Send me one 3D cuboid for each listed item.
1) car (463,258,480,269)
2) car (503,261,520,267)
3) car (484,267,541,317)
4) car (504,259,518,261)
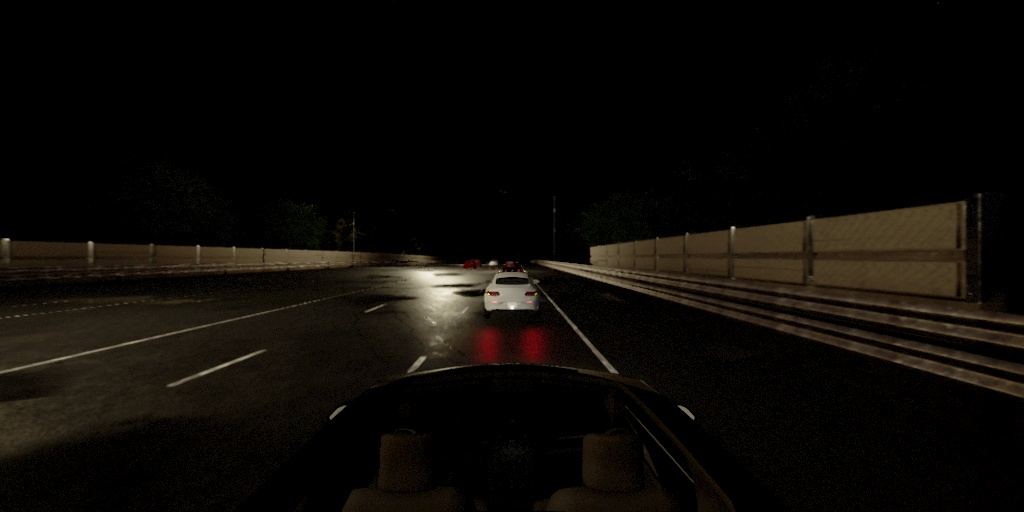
[{"bbox_3d":[-6.971,1.387,60.200,1.882,1.535,5.008,0,0,0],"label":"car"},{"bbox_3d":[0.018,1.406,35.915,1.895,1.301,4.718,0,0,0],"label":"car"},{"bbox_3d":[0.005,1.281,12.988,1.812,1.442,4.674,0,0,0],"label":"car"},{"bbox_3d":[-0.152,1.429,55.940,1.994,1.385,4.181,0,-1,9],"label":"car"}]
